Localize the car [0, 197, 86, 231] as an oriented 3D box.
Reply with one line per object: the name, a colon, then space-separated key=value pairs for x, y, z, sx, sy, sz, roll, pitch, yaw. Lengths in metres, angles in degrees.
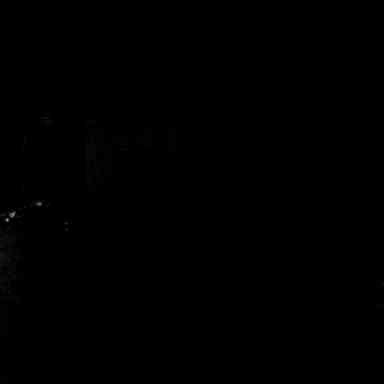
car: x=-9.550 y=1.357 z=22.450 sx=2.150 sy=2.045 sz=5.566 roll=0 pitch=0 yaw=36

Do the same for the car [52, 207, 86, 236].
car: x=-5.045 y=1.656 z=18.511 sx=2.008 sy=1.369 sz=4.403 roll=0 pitch=0 yaw=36

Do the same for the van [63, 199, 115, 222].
van: x=-8.625 y=1.489 z=28.093 sx=1.690 sy=1.788 sz=3.998 roll=0 pitch=0 yaw=36
